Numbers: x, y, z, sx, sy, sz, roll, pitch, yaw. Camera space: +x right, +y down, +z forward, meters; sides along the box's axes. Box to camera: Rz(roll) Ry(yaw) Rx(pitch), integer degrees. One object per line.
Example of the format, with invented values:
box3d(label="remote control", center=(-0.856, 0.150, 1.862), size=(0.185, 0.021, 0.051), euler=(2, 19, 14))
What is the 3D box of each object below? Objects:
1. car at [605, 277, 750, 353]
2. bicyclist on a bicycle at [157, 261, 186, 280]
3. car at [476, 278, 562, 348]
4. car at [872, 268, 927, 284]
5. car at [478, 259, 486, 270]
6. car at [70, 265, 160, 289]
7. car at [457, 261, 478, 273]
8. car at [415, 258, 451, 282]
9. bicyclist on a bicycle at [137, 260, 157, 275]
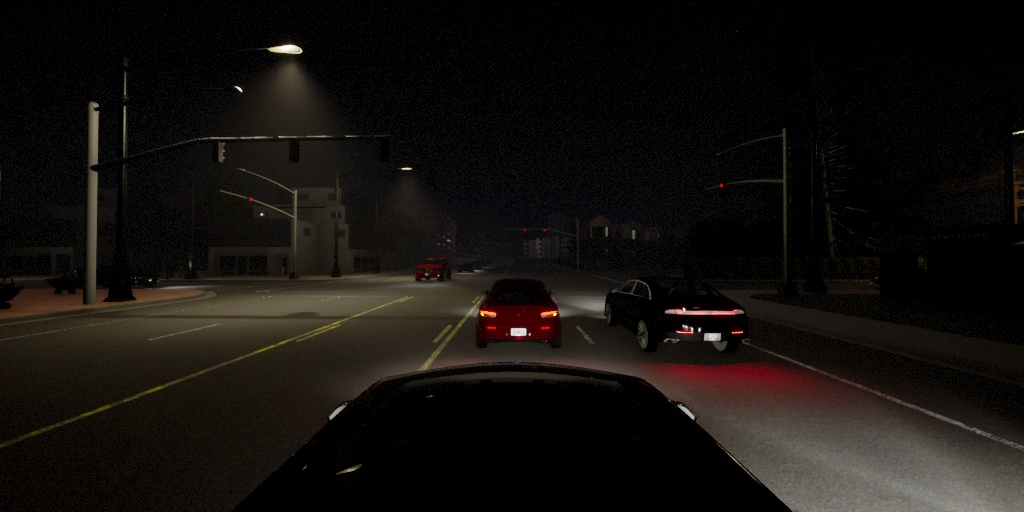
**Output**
box3d(label="car", center=(3.657, 1.250, 8.882), size=(2.128, 1.511, 4.902), euler=(0, 0, 1))
box3d(label="bicyclist on a bicycle", center=(-29.282, 1.231, 31.021), size=(1.656, 1.620, 0.582), euler=(1, -1, -22))
box3d(label="car", center=(0.166, 1.288, 9.128), size=(1.812, 1.442, 4.674), euler=(0, 0, 1))
box3d(label="car", center=(25.556, 1.423, 22.203), size=(4.718, 1.301, 1.895), euler=(0, -1, 1))
box3d(label="car", center=(-6.286, 1.607, 62.546), size=(2.128, 1.511, 4.902), euler=(0, 0, 1))
box3d(label="car", center=(-25.852, 1.332, 23.285), size=(4.892, 1.490, 1.837), euler=(0, -1, 1))
box3d(label="car", center=(-6.466, 1.669, 50.746), size=(2.033, 1.411, 5.357), euler=(0, 0, 1))
box3d(label="car", center=(-6.723, 1.158, 31.160), size=(2.150, 2.045, 5.566), euler=(0, -1, 1))
box3d(label="bicyclist on a bicycle", center=(-31.222, 1.175, 31.216), size=(1.656, 1.620, 0.582), euler=(18, 9, -25))
